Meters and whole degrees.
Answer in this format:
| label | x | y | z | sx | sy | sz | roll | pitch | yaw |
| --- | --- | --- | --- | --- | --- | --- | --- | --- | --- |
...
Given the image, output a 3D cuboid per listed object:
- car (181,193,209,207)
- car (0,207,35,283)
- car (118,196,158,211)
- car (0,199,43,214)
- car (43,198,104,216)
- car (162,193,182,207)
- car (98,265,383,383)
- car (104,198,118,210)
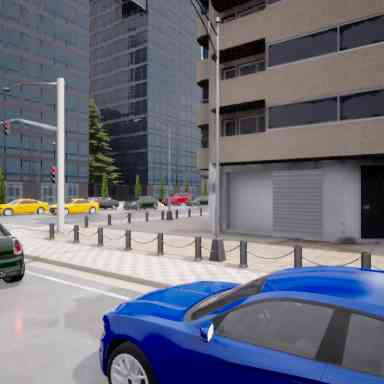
| label | x | y | z | sx | sy | sz | roll | pitch | yaw |
| --- | --- | --- | --- | --- | --- | --- | --- | --- | --- |
| car | 0.970 | 1.297 | 49.948 | 2.097 | 1.767 | 4.553 | 0 | 0 | 36 |
| car | -6.279 | 1.352 | 8.464 | 4.553 | 1.767 | 2.097 | 0 | 0 | 36 |
| car | -6.163 | 1.297 | 40.115 | 2.097 | 1.767 | 4.553 | 0 | 0 | 36 |
| car | -16.389 | 1.422 | 31.967 | 1.882 | 1.535 | 5.008 | 0 | 0 | 36 |
| car | -11.533 | 1.422 | 32.696 | 1.882 | 1.535 | 5.008 | 0 | 0 | 36 |
| car | -2.246 | 1.166 | 51.479 | 2.150 | 2.045 | 5.566 | 0 | 0 | 36 |
| car | 1.217 | 1.478 | 3.124 | 5.008 | 1.535 | 1.882 | 0 | 0 | 36 |
| car | -10.875 | 1.436 | 39.576 | 2.128 | 1.511 | 4.902 | 0 | 0 | 36 |
